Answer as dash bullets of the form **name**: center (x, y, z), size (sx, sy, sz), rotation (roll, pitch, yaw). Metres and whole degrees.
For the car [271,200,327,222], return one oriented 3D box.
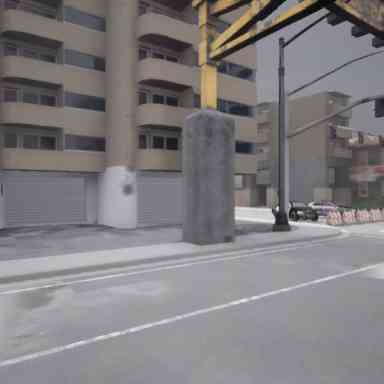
- **car**: center (8.183, 1.449, 26.409), size (2.038, 1.542, 4.974), rotation (0, 0, -11)

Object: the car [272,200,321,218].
- **car**: center (8.173, 1.292, 26.460), size (1.853, 1.218, 4.536), rotation (0, 0, -11)

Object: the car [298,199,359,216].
- **car**: center (11.714, 1.291, 28.589), size (4.536, 1.218, 1.853), rotation (0, 0, 34)

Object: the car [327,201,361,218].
- **car**: center (11.757, 1.449, 28.560), size (4.974, 1.542, 2.038), rotation (0, 0, 34)
